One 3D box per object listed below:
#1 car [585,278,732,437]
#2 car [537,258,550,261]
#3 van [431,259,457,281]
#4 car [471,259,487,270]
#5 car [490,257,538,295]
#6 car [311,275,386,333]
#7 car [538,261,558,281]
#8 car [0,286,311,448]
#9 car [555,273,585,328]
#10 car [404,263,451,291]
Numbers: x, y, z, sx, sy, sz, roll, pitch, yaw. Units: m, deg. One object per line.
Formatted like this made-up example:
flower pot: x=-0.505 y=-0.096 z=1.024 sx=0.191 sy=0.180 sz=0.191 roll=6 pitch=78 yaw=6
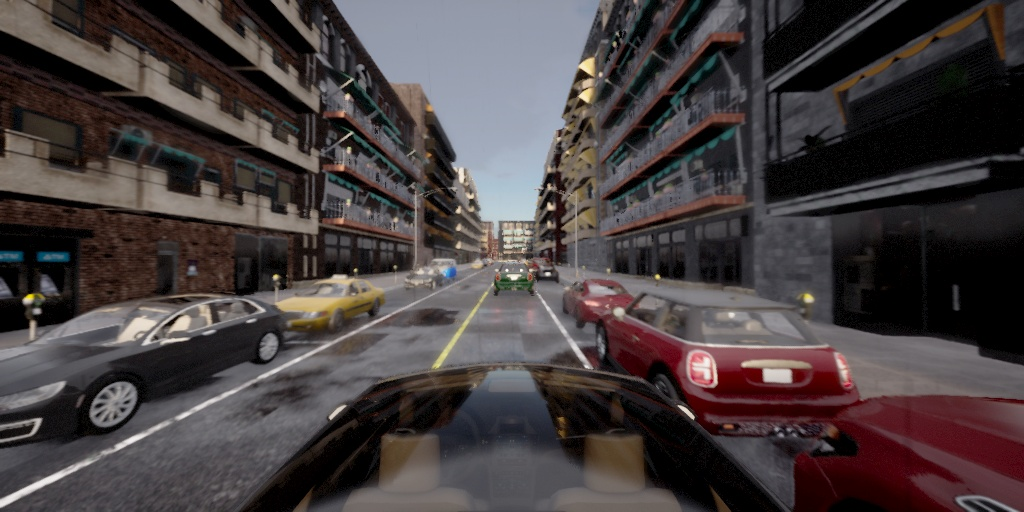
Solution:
car: x=2.567 y=1.190 z=5.427 sx=1.967 sy=1.591 sz=4.097 roll=0 pitch=0 yaw=0
car: x=2.574 y=1.086 z=33.244 sx=2.192 sy=1.841 sz=5.009 roll=0 pitch=0 yaw=0
van: x=-5.308 y=1.108 z=27.649 sx=1.690 sy=1.789 sz=3.998 roll=0 pitch=0 yaw=0
car: x=-5.302 y=1.323 z=55.300 sx=1.751 sy=1.417 sz=4.829 roll=0 pitch=0 yaw=0
car: x=0.107 y=1.111 z=19.894 sx=2.097 sy=1.767 sz=4.553 roll=0 pitch=0 yaw=0
car: x=-5.312 y=1.278 z=10.787 sx=1.751 sy=1.417 sz=4.829 roll=0 pitch=0 yaw=0
car: x=2.573 y=1.332 z=27.679 sx=1.948 sy=1.339 sz=4.313 roll=0 pitch=0 yaw=0
car: x=-5.313 y=1.302 z=5.395 sx=2.007 sy=1.370 sz=4.403 roll=0 pitch=0 yaw=0
car: x=2.569 y=1.334 z=10.988 sx=1.802 sy=1.307 sz=4.207 roll=0 pitch=0 yaw=0
car: x=-5.310 y=1.313 z=22.085 sx=2.007 sy=1.370 sz=4.403 roll=0 pitch=0 yaw=0
